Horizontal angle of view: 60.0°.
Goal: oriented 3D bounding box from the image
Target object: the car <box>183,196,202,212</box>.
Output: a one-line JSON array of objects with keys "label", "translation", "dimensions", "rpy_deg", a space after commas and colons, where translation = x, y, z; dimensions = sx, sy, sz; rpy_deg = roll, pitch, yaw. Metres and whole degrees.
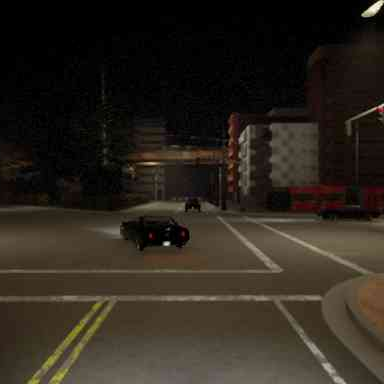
[{"label": "car", "translation": [0.104, 1.624, 41.268], "dimensions": [1.837, 1.490, 4.892], "rpy_deg": [0, 0, 0]}]

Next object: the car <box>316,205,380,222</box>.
[{"label": "car", "translation": [13.174, 1.791, 28.307], "dimensions": [4.718, 1.301, 1.895], "rpy_deg": [1, 0, 0]}]

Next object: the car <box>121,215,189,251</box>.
[{"label": "car", "translation": [-1.831, 1.664, 14.655], "dimensions": [1.895, 1.301, 4.718], "rpy_deg": [0, 0, -23]}]
